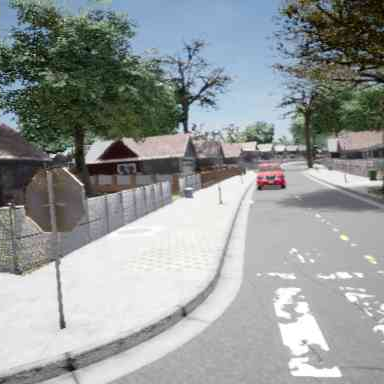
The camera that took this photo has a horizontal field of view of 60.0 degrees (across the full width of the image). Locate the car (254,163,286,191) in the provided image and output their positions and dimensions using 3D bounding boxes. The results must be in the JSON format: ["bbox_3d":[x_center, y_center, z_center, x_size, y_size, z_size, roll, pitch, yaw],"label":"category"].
[{"bbox_3d":[6.413,-1.333,27.345,2.150,2.045,5.566,-3,5,13],"label":"car"}]
